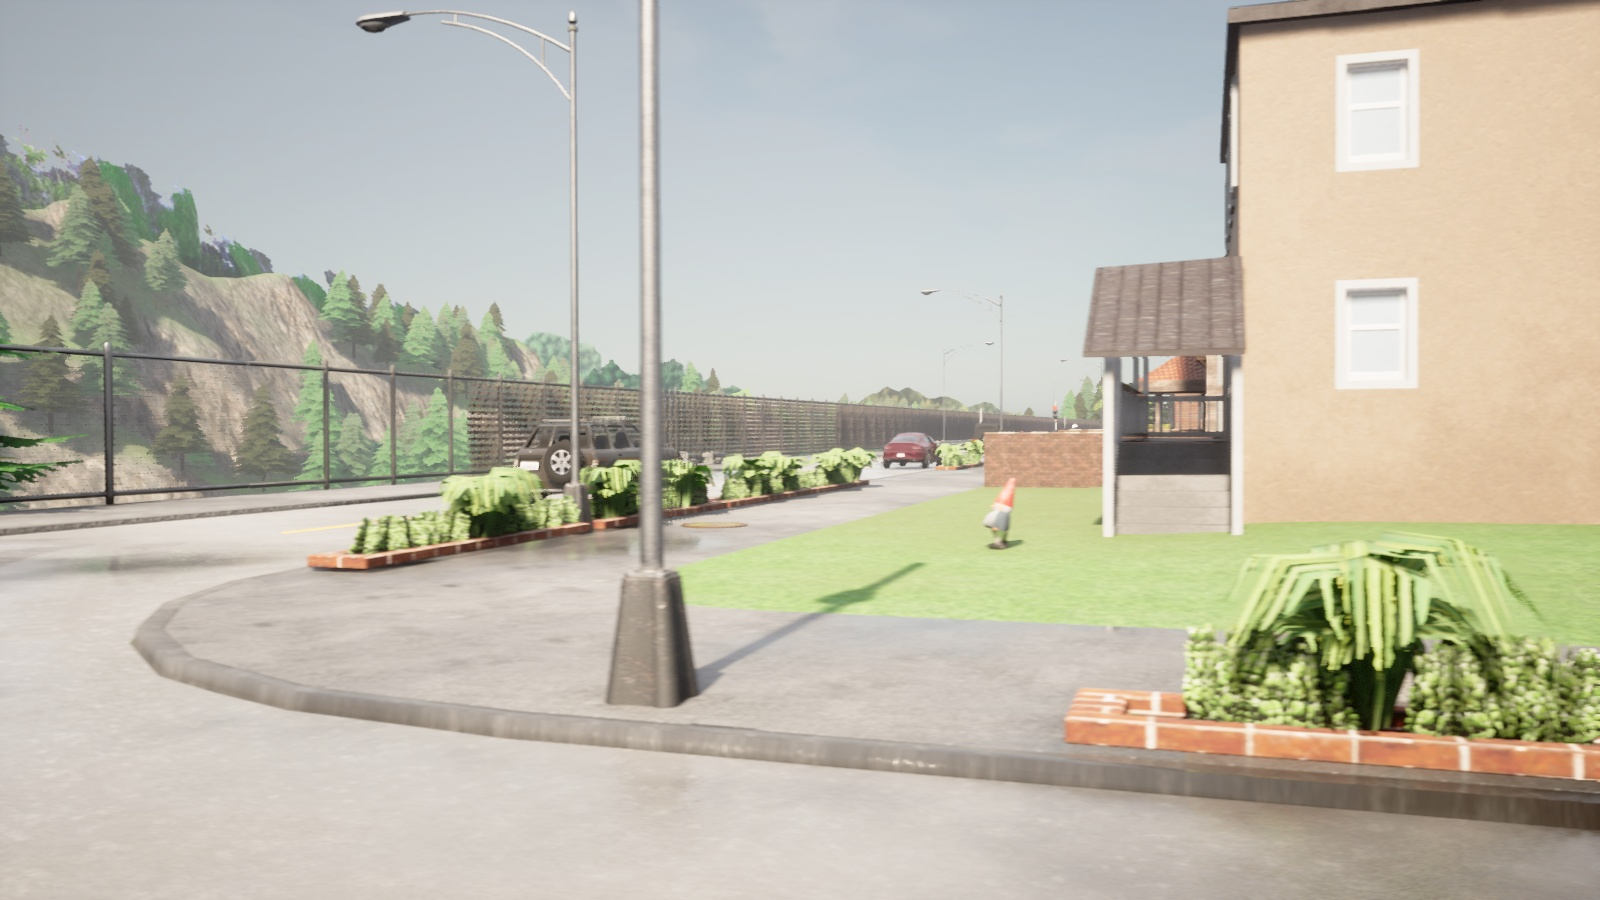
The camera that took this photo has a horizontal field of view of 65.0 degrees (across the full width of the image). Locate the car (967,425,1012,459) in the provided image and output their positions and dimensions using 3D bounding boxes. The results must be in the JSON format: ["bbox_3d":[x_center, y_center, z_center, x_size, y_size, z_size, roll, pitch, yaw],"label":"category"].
[{"bbox_3d":[10.705,-0.462,70.740,1.905,1.878,3.866,1,1,18],"label":"car"}]

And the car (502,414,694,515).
[{"bbox_3d":[-3.945,0.224,25.394,1.932,1.855,4.605,1,1,18],"label":"car"}]

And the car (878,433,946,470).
[{"bbox_3d":[4.687,0.041,52.115,1.812,1.442,4.674,1,1,18],"label":"car"}]
